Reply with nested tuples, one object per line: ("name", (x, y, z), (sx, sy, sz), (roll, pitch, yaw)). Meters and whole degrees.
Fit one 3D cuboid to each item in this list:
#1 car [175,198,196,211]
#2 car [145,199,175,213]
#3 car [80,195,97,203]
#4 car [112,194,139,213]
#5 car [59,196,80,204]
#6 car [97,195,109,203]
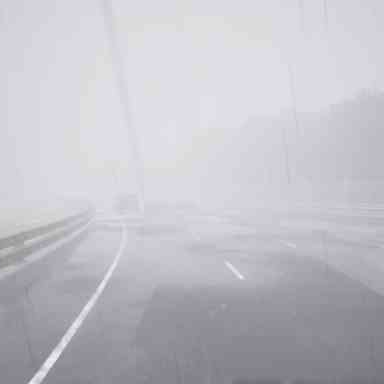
("car", (-1.168, 1.471, 40.158), (1.882, 1.535, 5.008), (0, 0, -22))
("car", (-4.050, 1.500, 37.882), (2.128, 1.511, 4.902), (0, 0, -21))
("car", (-21.772, 1.415, 67.431), (1.882, 1.535, 5.008), (0, 0, -41))
("car", (-7.492, 1.246, 37.224), (2.150, 2.045, 5.566), (0, 0, -22))
("car", (-24.448, 1.476, 65.175), (2.128, 1.511, 4.902), (0, 0, -41))
("car", (-18.876, 1.425, 69.463), (1.837, 1.490, 4.892), (0, 0, -38))
